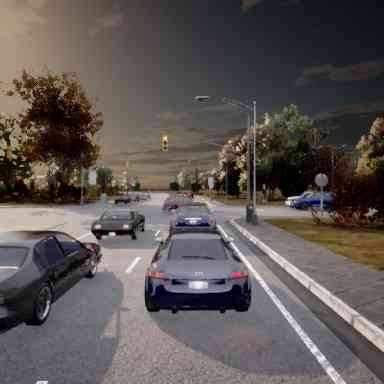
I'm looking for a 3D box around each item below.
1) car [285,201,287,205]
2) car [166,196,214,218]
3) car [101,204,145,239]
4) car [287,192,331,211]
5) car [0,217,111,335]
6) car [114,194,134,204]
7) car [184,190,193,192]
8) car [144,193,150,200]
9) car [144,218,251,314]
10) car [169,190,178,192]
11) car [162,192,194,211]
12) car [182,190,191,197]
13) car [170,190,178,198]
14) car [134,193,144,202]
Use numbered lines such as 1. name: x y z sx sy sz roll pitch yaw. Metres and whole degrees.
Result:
1. car: 14.413 0.972 40.895 5.566 2.045 2.150 0 0 -3
2. car: 0.039 1.273 16.301 2.097 1.767 4.553 0 0 0
3. car: -3.482 1.519 16.622 1.895 1.301 4.718 0 0 -1
4. car: 14.010 0.996 37.372 5.566 2.045 2.150 0 0 -3
5. car: -3.418 1.528 6.978 2.033 1.411 5.357 0 0 -1
6. car: -10.805 1.273 52.110 1.895 1.301 4.718 0 0 0
7. car: -0.799 0.573 83.388 2.150 2.045 5.566 0 1 -4
8. car: -10.865 1.101 71.169 1.895 1.301 4.718 0 1 -1
9. car: 0.079 1.541 7.668 1.994 1.385 4.181 0 0 -1
10. car: -3.708 0.770 67.133 2.150 2.045 5.566 0 1 -1
11. car: -0.643 1.158 32.777 4.553 1.767 2.097 0 0 -3
12. car: -1.619 0.401 94.035 2.097 1.767 4.553 0 1 -7
13. car: -5.015 0.453 92.816 2.150 2.045 5.566 0 1 -6
14. car: -10.819 1.094 61.212 2.128 1.511 4.902 0 0 0
